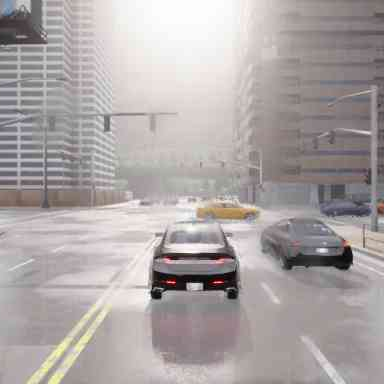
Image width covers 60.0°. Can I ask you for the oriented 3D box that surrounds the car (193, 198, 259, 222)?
[{"bbox_3d":[2.749,1.477,25.839,5.008,1.535,1.882,0,0,0],"label":"car"}]

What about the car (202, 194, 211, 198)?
[{"bbox_3d":[3.382,1.355,76.795,2.097,1.767,4.553,0,0,0],"label":"car"}]

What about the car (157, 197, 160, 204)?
[{"bbox_3d":[-7.152,1.526,63.167,1.812,1.442,4.674,0,0,1],"label":"car"}]

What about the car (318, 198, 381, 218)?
[{"bbox_3d":[13.576,1.526,29.298,4.674,1.442,1.812,0,0,0],"label":"car"}]

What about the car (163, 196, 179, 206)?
[{"bbox_3d":[-3.673,1.491,55.049,2.128,1.511,4.902,0,0,0],"label":"car"}]

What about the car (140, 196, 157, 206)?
[{"bbox_3d":[-7.177,1.526,53.254,1.812,1.442,4.674,0,0,1],"label":"car"}]

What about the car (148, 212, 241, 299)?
[{"bbox_3d":[0.052,1.492,8.420,2.128,1.511,4.902,0,0,0],"label":"car"}]

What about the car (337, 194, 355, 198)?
[{"bbox_3d":[17.141,1.221,36.480,5.566,2.045,2.150,0,0,0],"label":"car"}]

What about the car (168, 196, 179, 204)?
[{"bbox_3d":[-3.645,1.505,64.988,1.837,1.490,4.892,0,0,0],"label":"car"}]

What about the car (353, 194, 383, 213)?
[{"bbox_3d":[18.967,1.352,32.960,4.553,1.767,2.097,0,0,0],"label":"car"}]

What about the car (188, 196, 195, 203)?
[{"bbox_3d":[-0.021,1.546,70.044,2.033,1.411,5.357,0,0,0],"label":"car"}]

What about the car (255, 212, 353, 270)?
[{"bbox_3d":[3.563,1.564,11.072,1.994,1.385,4.181,0,0,0],"label":"car"}]
